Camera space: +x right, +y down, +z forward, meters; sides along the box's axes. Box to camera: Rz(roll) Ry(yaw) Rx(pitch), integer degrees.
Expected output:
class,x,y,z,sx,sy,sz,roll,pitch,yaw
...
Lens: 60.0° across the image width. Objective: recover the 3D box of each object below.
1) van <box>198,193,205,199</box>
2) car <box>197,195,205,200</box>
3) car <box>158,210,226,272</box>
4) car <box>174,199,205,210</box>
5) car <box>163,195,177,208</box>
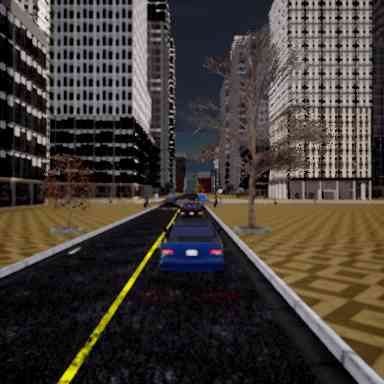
class,x,y,z,sx,sy,sz,roll,pitch,yaw
van,2.550,1.220,85.034,1.690,1.788,3.998,0,0,0
car,2.471,1.415,90.573,1.887,1.381,4.507,0,0,0
car,0.009,1.535,10.668,2.033,1.411,5.357,0,0,0
car,-0.014,1.515,25.669,2.033,1.411,5.357,0,0,0
car,-3.098,1.483,47.819,2.033,1.411,5.357,0,0,0
